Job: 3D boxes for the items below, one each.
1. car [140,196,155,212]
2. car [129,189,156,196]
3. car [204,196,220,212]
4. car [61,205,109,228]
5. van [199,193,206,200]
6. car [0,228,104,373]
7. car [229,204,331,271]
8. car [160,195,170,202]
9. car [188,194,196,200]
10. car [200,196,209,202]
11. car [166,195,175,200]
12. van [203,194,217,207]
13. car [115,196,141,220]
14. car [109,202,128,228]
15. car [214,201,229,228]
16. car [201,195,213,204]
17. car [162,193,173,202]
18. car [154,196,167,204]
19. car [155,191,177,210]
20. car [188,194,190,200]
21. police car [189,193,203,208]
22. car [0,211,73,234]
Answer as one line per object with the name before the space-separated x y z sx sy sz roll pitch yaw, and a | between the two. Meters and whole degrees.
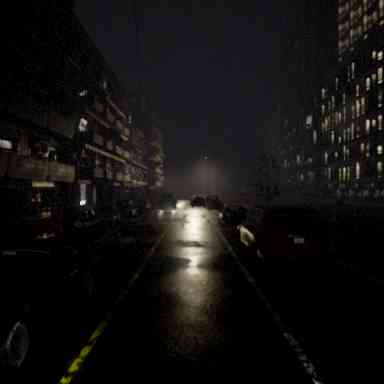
car | -5.692 1.473 38.182 1.752 1.417 4.829 0 0 0
car | -8.736 0.599 59.341 2.150 2.045 5.566 4 21 46
car | 2.688 1.473 38.521 1.752 1.417 4.829 0 0 0
car | -5.694 1.415 16.245 1.967 1.590 4.097 0 0 0
van | 2.690 1.273 88.091 1.690 1.788 3.998 0 0 0
car | -3.082 1.591 5.740 1.895 1.301 4.718 0 0 0
car | 2.685 1.298 10.717 2.192 1.841 5.009 0 0 0
car | -5.691 1.457 71.342 1.752 1.417 4.829 0 0 0
car | 0.006 1.246 81.373 1.837 1.490 4.892 0 0 0
car | 2.690 1.514 71.512 1.802 1.307 4.206 0 0 0
car | -5.689 1.483 88.092 2.008 1.369 4.403 0 0 0
van | 2.687 1.284 43.877 1.690 1.788 3.998 0 0 0
car | -5.693 1.400 27.299 1.967 1.590 4.097 0 0 0
car | -5.693 1.549 21.773 1.802 1.307 4.206 0 0 0
car | 2.687 1.512 21.772 1.887 1.381 4.507 0 0 0
car | 2.688 1.374 60.457 1.967 1.590 4.097 0 0 0
car | -5.692 1.246 77.038 2.192 1.841 5.009 0 0 0
car | -5.691 1.479 60.459 1.887 1.381 4.507 0 0 0
car | -3.090 1.162 43.019 2.150 2.045 5.566 0 0 0
car | 0.765 1.287 56.889 2.097 1.767 4.553 0 0 3
police car | 0.904 1.366 46.985 1.930 1.638 5.238 0 0 0
car | -5.694 1.528 10.718 1.887 1.381 4.507 0 0 0
